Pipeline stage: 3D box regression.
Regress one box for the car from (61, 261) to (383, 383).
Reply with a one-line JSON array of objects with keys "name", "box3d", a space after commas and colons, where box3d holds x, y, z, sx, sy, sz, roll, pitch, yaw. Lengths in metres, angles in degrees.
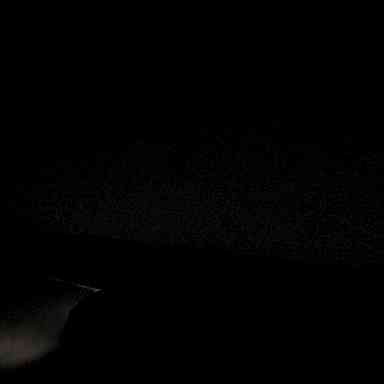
[{"name": "car", "box3d": [0.544, 1.525, 3.605, 4.674, 1.442, 1.812, 0, 0, 36]}]
